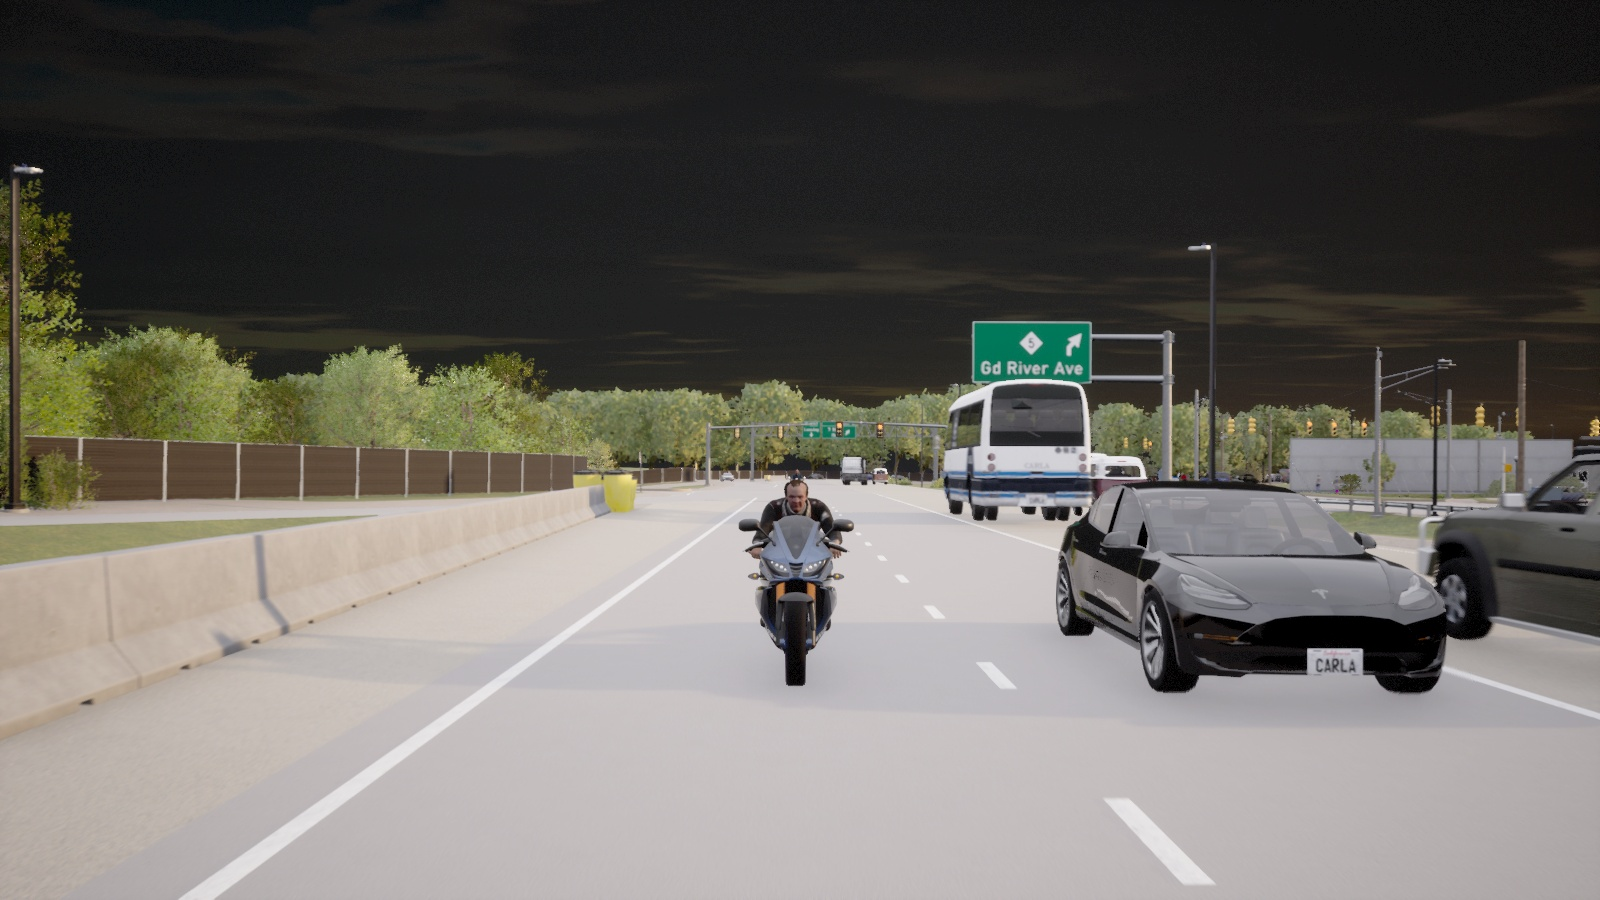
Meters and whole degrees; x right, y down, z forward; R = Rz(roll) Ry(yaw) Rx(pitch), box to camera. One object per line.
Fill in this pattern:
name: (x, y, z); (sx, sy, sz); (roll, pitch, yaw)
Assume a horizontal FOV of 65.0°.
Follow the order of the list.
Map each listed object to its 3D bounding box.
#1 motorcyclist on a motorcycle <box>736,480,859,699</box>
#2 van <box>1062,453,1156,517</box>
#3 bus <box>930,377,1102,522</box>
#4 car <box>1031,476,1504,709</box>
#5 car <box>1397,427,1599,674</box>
motorcyclist on a motorcycle: (-0.023, 1.013, 9.986); (0.866, 1.530, 2.191); (0, -1, 0)
van: (10.399, 1.170, 42.596); (2.069, 2.038, 4.480); (0, -1, 0)
bus: (6.896, 0.078, 42.101); (3.944, 4.253, 10.273); (0, -1, 0)
car: (3.476, 0.972, 10.550); (2.163, 1.488, 4.792); (0, -1, 0)
car: (6.975, 0.768, 10.312); (1.932, 1.855, 4.605); (0, -1, 0)
